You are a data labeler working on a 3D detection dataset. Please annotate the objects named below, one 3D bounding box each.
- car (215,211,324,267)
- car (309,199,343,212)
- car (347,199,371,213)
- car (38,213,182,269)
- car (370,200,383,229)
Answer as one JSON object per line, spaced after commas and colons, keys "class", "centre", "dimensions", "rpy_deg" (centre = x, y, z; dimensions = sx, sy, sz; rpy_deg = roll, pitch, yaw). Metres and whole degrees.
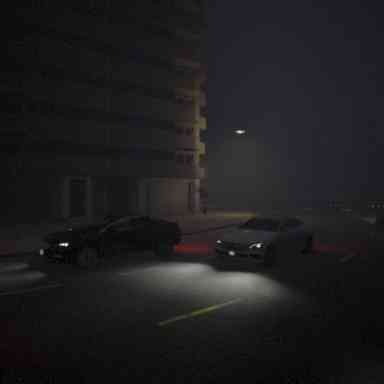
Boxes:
{"class": "car", "centre": [2.728, 1.526, 11.631], "dimensions": [1.812, 1.442, 4.674], "rpy_deg": [0, 0, 42]}
{"class": "car", "centre": [15.834, 1.542, 39.498], "dimensions": [2.033, 1.411, 5.357], "rpy_deg": [0, 0, -5]}
{"class": "car", "centre": [19.425, 1.539, 37.182], "dimensions": [2.033, 1.411, 5.357], "rpy_deg": [0, 0, -1]}
{"class": "car", "centre": [-2.563, 1.496, 11.367], "dimensions": [4.902, 1.511, 2.128], "rpy_deg": [0, 0, -42]}
{"class": "car", "centre": [12.895, 1.486, 21.018], "dimensions": [2.128, 1.511, 4.902], "rpy_deg": [0, 0, 23]}
